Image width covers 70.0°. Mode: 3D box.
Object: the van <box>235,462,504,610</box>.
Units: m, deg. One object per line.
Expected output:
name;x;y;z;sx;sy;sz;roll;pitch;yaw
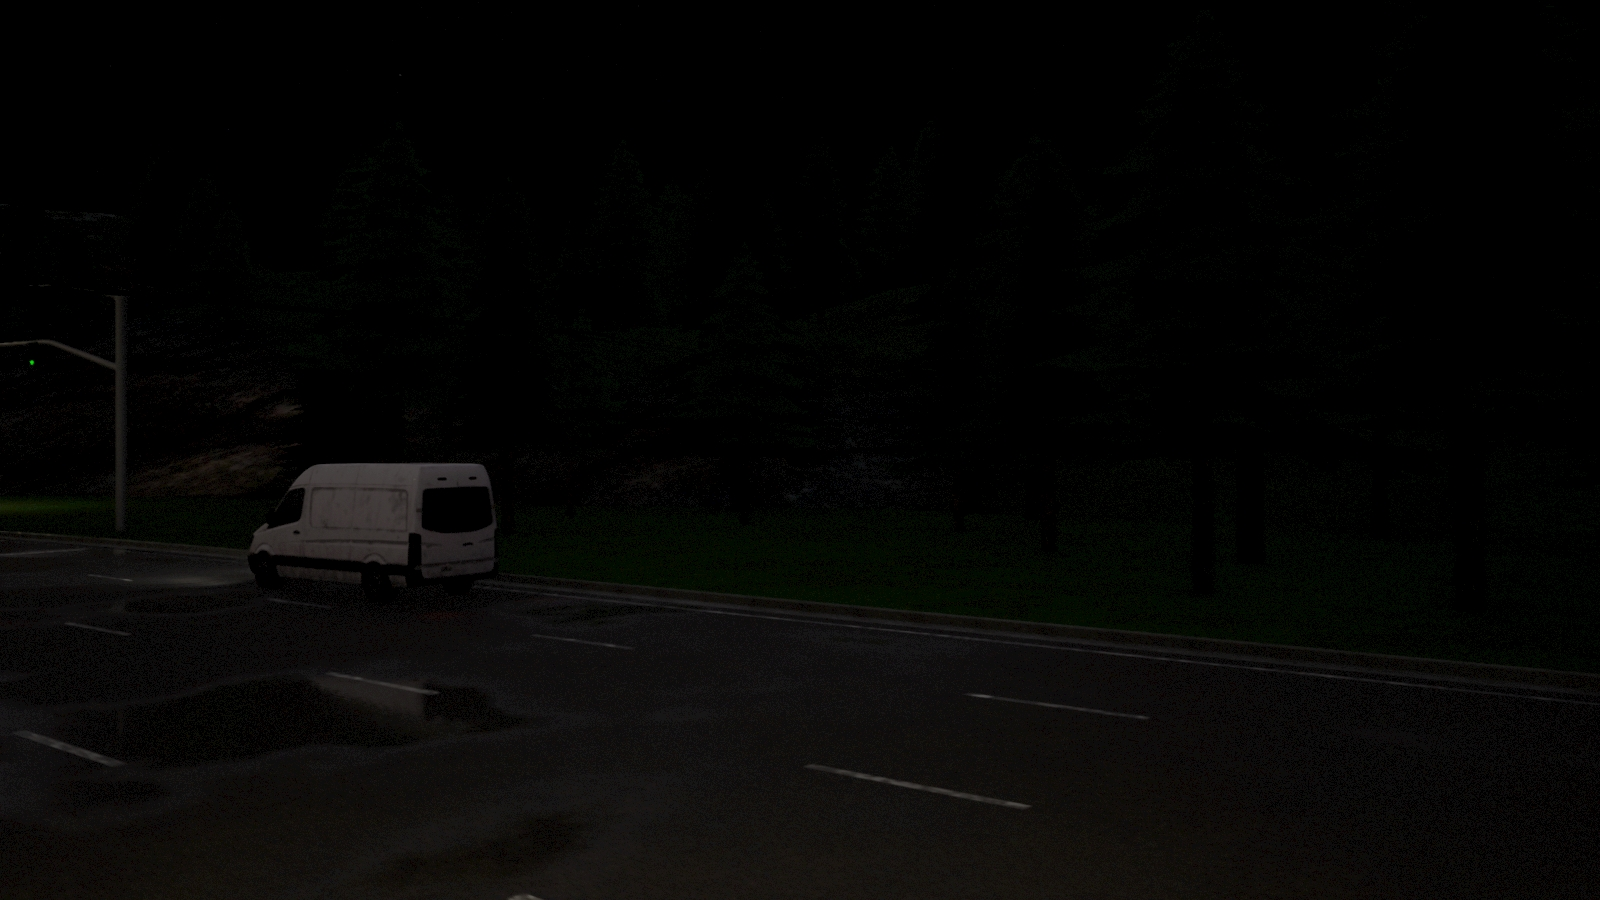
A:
van;-8.626;1.534;22.629;5.915;2.561;1.988;0;0;35
